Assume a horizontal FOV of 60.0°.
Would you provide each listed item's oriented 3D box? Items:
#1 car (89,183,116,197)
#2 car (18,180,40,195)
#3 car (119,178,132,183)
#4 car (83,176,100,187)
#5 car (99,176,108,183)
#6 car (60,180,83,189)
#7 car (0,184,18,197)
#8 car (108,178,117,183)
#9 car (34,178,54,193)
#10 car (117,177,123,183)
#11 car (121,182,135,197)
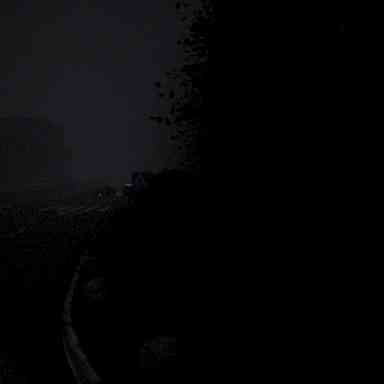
[{"bbox_3d":[-10.660,-0.091,40.719,1.895,1.301,4.718,0,3,1],"label":"car"},{"bbox_3d":[-22.403,-0.431,43.316,1.946,1.575,5.366,0,3,1],"label":"car"},{"bbox_3d":[-10.376,-1.111,56.978,2.128,1.511,4.902,0,3,1],"label":"car"},{"bbox_3d":[-22.011,-1.985,71.213,2.231,1.521,4.892,0,3,1],"label":"car"},{"bbox_3d":[-21.934,-2.543,76.680,2.435,2.045,5.566,0,3,1],"label":"car"},{"bbox_3d":[-22.170,-1.338,60.145,2.163,1.488,4.792,0,3,1],"label":"car"},{"bbox_3d":[-22.480,-0.123,37.800,1.946,1.575,5.366,0,3,1],"label":"car"},{"bbox_3d":[-21.858,-2.816,86.100,2.231,1.521,4.892,0,3,2],"label":"car"},{"bbox_3d":[-22.318,-1.003,49.101,2.435,2.045,5.566,0,3,1],"label":"car"},{"bbox_3d":[-21.707,-3.203,92.960,1.946,1.575,5.366,0,3,1],"label":"car"},{"bbox_3d":[-7.406,-0.178,41.370,2.033,1.411,5.357,0,3,1],"label":"car"}]
